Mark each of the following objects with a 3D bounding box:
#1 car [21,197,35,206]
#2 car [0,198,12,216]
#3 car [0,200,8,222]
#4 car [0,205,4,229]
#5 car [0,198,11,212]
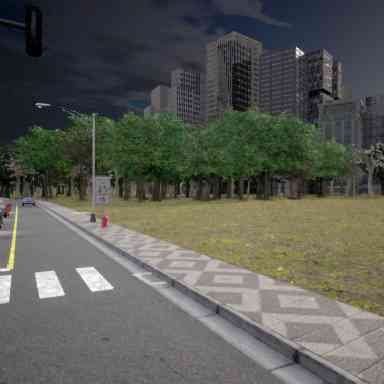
[{"bbox_3d":[-26.232,1.474,53.301,2.033,1.411,5.357,0,0,-29],"label":"car"},{"bbox_3d":[-17.353,1.442,29.542,1.882,1.535,5.008,0,0,-27],"label":"car"},{"bbox_3d":[-13.026,1.480,21.140,1.837,1.490,4.892,0,0,-27],"label":"car"},{"bbox_3d":[-8.784,1.475,12.959,2.128,1.511,4.902,0,0,-27],"label":"car"},{"bbox_3d":[-22.088,1.454,38.687,1.837,1.490,4.892,0,0,-28],"label":"car"}]
